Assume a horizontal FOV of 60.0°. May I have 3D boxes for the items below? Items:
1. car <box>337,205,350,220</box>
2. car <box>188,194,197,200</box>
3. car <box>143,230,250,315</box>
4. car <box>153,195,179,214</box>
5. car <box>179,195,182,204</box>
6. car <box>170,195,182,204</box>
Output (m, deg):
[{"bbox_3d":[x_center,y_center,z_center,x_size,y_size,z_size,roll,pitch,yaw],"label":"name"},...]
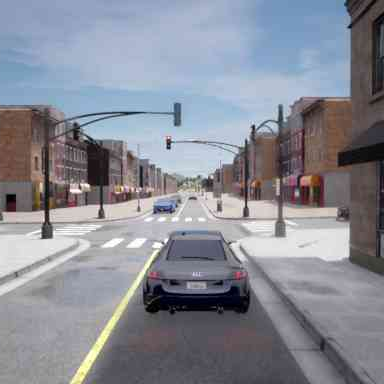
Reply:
[{"bbox_3d":[12.201,1.072,21.910,5.008,1.535,1.882,-2,1,0],"label":"car"},{"bbox_3d":[0.152,1.197,74.192,1.895,1.301,4.718,0,0,0],"label":"car"},{"bbox_3d":[0.102,1.556,7.653,1.994,1.385,4.181,0,0,1],"label":"car"},{"bbox_3d":[-2.780,1.357,34.083,1.882,1.535,5.008,0,0,2],"label":"car"},{"bbox_3d":[-2.766,1.311,44.132,2.128,1.511,4.902,0,0,0],"label":"car"},{"bbox_3d":[-2.727,1.237,56.667,1.837,1.490,4.892,0,1,0],"label":"car"}]
